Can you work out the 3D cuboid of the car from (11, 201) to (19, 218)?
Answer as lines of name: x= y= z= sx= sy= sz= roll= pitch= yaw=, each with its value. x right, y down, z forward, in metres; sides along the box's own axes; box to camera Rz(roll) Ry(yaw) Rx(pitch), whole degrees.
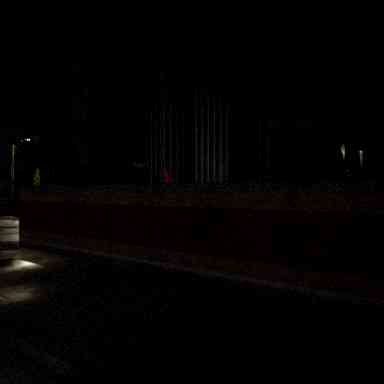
car: x=-12.249 y=1.603 z=28.808 sx=2.033 sy=1.411 sz=5.357 roll=0 pitch=0 yaw=37

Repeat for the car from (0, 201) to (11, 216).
car: x=-16.407 y=1.547 z=29.086 sx=2.128 sy=1.511 sz=4.902 roll=0 pitch=0 yaw=37
